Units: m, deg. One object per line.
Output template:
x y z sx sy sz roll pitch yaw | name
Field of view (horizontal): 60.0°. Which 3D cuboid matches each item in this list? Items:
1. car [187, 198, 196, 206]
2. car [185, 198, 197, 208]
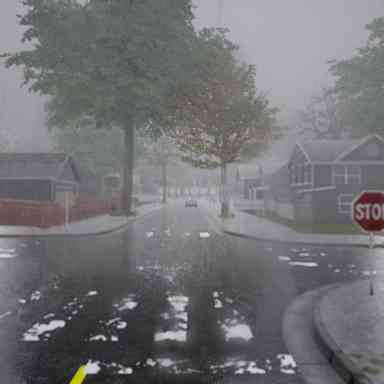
-0.134 1.910 66.011 1.812 1.442 4.674 0 0 0 | car
-0.113 1.892 56.005 1.994 1.385 4.181 0 0 0 | car
